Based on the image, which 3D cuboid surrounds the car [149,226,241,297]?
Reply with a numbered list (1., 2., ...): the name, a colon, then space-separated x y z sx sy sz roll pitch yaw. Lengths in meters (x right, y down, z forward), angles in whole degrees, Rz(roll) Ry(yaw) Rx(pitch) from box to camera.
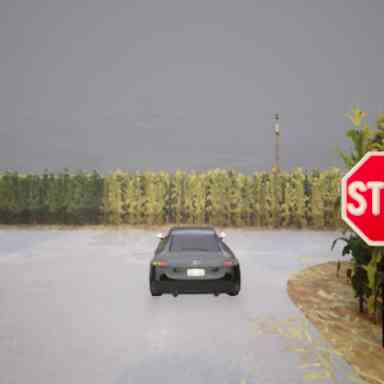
1. car: -0.001 1.572 8.623 1.994 1.385 4.181 0 0 -2
